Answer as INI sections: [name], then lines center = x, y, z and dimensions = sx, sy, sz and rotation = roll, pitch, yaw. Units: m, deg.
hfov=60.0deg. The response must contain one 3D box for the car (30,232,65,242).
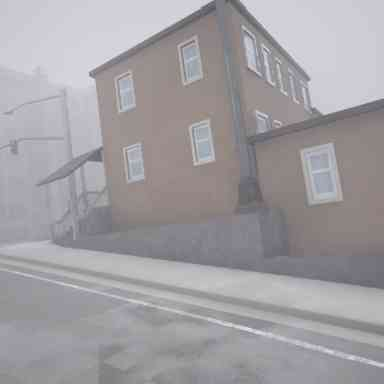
[car]
center = -11.720, 4.286, 29.091
dimensions = 1.837, 1.490, 4.892
rotation = -12, -11, 35
